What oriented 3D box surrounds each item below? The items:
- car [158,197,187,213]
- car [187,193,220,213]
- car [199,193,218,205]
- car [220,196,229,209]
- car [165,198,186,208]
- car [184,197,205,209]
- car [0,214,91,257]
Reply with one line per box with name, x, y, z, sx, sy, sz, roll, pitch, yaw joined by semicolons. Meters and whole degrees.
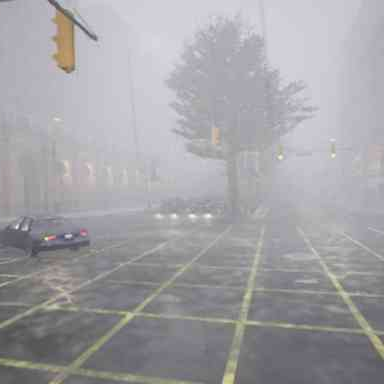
car;-2.083;1.356;36.486;2.097;1.767;4.553;-1;0;14
car;1.359;1.310;35.840;2.097;1.767;4.553;-1;0;14
car;2.933;1.145;56.739;2.150;2.045;5.566;-1;0;14
car;3.489;1.276;44.352;2.097;1.767;4.553;-1;0;14
car;-2.340;1.595;48.806;1.895;1.301;4.718;-1;0;14
car;0.399;1.469;46.357;1.837;1.490;4.892;-1;0;14
car;-6.149;1.621;13.368;5.357;1.411;2.033;-1;0;43
